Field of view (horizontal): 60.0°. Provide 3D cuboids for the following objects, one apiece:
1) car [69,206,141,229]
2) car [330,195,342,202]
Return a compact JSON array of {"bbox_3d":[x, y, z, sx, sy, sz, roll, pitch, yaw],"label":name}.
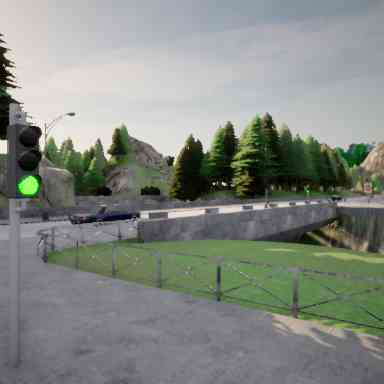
[{"bbox_3d":[-5.568,1.601,21.983,1.895,1.301,4.718,0,0,36],"label":"car"},{"bbox_3d":[32.969,1.438,75.990,1.837,1.490,4.892,0,0,36],"label":"car"}]
